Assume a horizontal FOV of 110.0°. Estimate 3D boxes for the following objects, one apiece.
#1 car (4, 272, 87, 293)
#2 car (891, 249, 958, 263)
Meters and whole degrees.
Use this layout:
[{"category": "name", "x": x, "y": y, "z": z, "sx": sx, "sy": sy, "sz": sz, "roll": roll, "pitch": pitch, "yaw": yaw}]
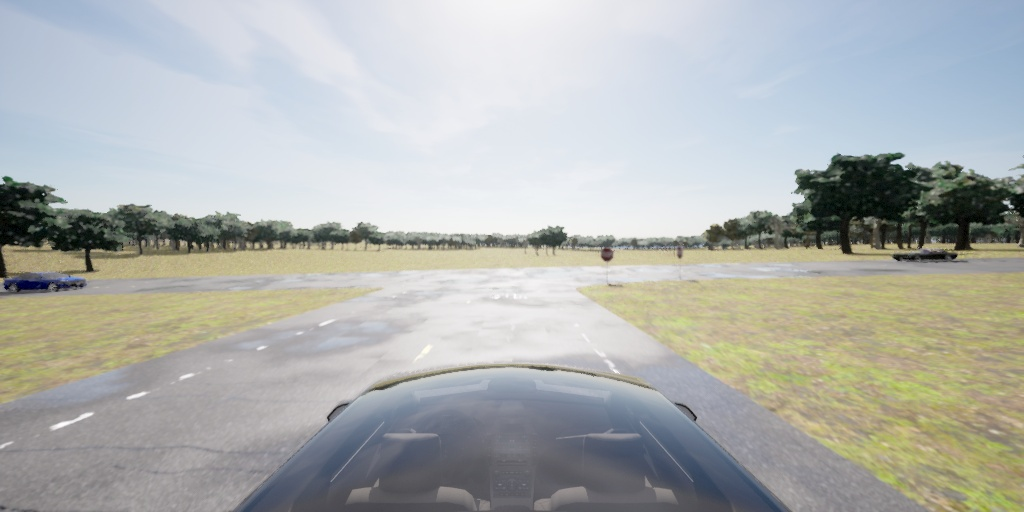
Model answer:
[{"category": "car", "x": -36.982, "y": 2.022, "z": 28.506, "sx": 5.008, "sy": 1.535, "sz": 1.882, "roll": -2, "pitch": 3, "yaw": 0}, {"category": "car", "x": 40.427, "y": -0.060, "z": 35.238, "sx": 4.718, "sy": 1.301, "sz": 1.895, "roll": -1, "pitch": 3, "yaw": 0}]
